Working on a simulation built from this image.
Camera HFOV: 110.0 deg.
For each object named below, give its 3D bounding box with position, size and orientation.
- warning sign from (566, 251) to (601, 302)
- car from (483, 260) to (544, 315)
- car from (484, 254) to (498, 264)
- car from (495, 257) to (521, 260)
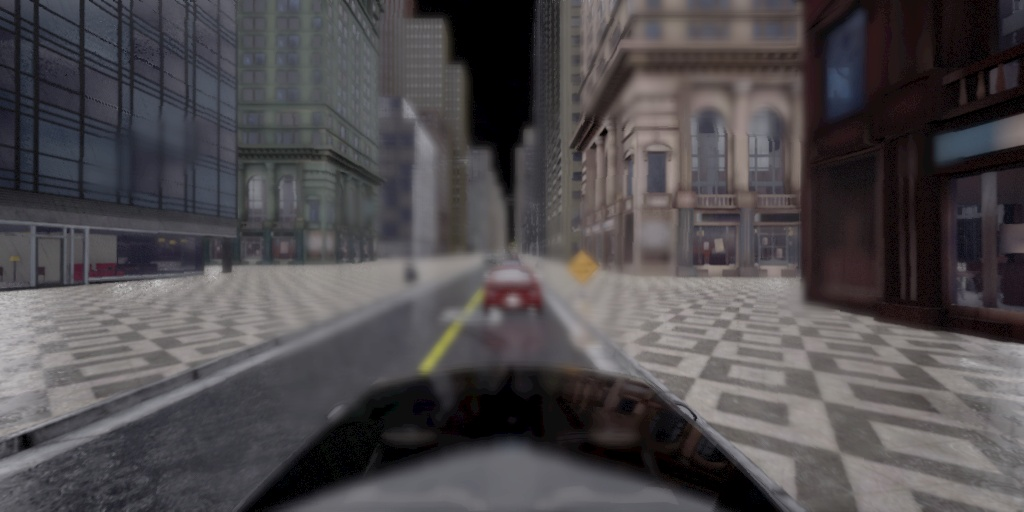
[{"bbox_3d":[2.719,0.735,13.568,1.300,1.860,1.060,0,0,0],"label":"warning sign"},{"bbox_3d":[0.050,1.105,12.915,1.882,1.535,5.008,0,1,0],"label":"car"},{"bbox_3d":[-3.075,0.521,53.667,2.097,1.767,4.553,0,0,0],"label":"car"},{"bbox_3d":[0.044,1.013,27.143,2.033,1.411,5.357,0,1,0],"label":"car"}]
